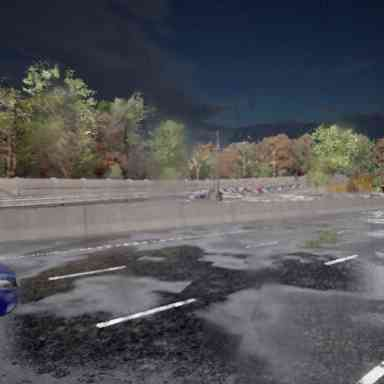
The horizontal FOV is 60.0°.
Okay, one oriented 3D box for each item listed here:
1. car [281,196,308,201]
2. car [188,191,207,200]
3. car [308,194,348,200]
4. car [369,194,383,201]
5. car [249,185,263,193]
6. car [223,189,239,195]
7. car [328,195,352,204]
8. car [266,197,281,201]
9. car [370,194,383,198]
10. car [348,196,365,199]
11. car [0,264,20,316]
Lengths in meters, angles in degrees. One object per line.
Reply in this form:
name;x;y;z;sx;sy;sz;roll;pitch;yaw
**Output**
car;14.107;1.279;43.376;4.674;1.442;1.812;0;0;-39
car;0.958;0.587;55.043;1.812;1.442;4.674;0;1;27
car;16.768;1.125;41.030;4.553;1.767;2.097;0;0;-39
car;37.795;1.092;67.287;4.892;1.490;1.837;0;0;-39
car;15.840;-0.727;82.049;2.150;2.045;5.566;0;3;31
car;8.038;0.178;68.559;1.882;1.535;5.008;0;2;28
car;25.468;1.204;57.178;4.892;1.490;1.837;0;0;-39
car;12.390;1.332;46.487;4.718;1.301;1.895;0;0;-39
car;29.537;1.220;51.471;5.008;1.535;1.882;0;0;-39
car;26.479;1.270;53.483;5.357;1.411;2.033;0;0;-39
car;-5.070;1.484;4.711;4.674;1.442;1.812;0;0;-39
